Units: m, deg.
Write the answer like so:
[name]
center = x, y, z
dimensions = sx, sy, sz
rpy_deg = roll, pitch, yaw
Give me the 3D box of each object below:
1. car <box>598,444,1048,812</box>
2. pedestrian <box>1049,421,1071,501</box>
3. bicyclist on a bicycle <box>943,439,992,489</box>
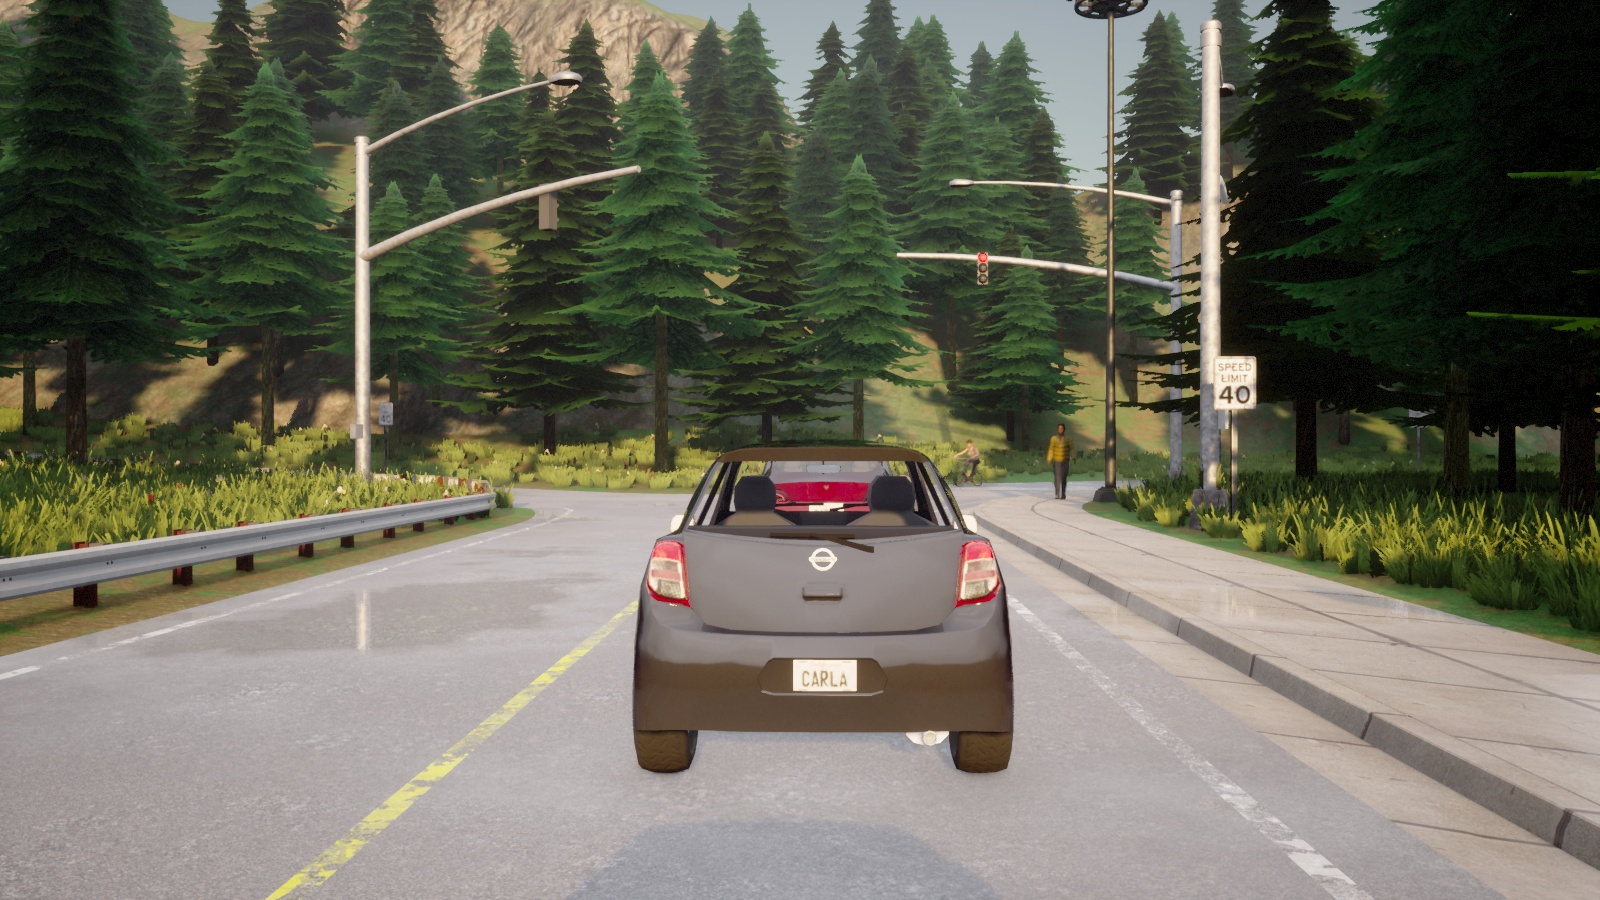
[car]
center = 0.128, 0.721, 6.971
dimensions = 1.845, 1.501, 3.633
rpy_deg = 0, 0, 1
[pedestrian]
center = 6.037, 0.249, 29.117
dimensions = 0.431, 1.840, 0.709
rpy_deg = 0, 0, 16
[bicyclist on a bicycle]
center = 5.540, 0.453, 41.585
dimensions = 0.866, 1.612, 1.509
rpy_deg = 1, 2, 45
